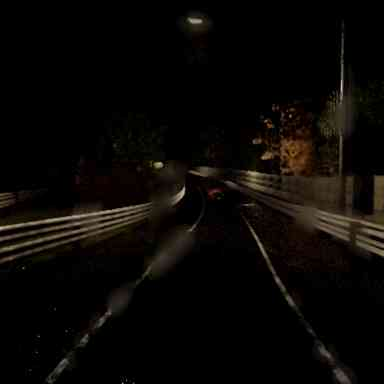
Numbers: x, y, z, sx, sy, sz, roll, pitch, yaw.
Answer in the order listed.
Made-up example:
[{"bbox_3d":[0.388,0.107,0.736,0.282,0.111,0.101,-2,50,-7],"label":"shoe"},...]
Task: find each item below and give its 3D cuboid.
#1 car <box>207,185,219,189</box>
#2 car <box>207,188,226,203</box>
[{"bbox_3d":[3.470,-0.258,53.137,2.097,1.767,4.553,0,4,-1],"label":"car"},{"bbox_3d":[3.324,0.634,43.358,1.994,1.385,4.181,1,3,1],"label":"car"}]
